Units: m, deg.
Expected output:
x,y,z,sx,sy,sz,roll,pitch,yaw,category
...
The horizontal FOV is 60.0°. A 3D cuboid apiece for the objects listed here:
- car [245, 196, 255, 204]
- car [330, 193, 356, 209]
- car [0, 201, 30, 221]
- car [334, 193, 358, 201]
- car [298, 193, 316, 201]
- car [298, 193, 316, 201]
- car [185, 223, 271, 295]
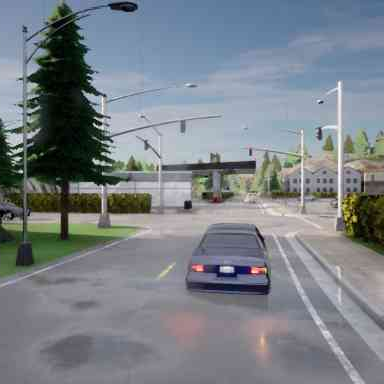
x,y,z,sx,sy,sz,roll,pitch,yaw,category
11.233,1.526,64.794,1.812,1.442,4.674,0,0,10,car
20.264,1.330,42.385,5.027,1.636,2.152,0,0,10,car
-15.736,1.492,27.241,4.902,1.511,2.128,0,0,10,car
34.571,1.097,74.673,4.605,1.855,1.932,0,0,10,car
27.401,1.077,79.287,3.866,1.878,1.905,0,0,10,car
26.216,1.361,76.121,3.806,1.475,1.970,0,0,10,car
1.094,1.547,8.914,2.033,1.411,5.357,0,0,10,car
